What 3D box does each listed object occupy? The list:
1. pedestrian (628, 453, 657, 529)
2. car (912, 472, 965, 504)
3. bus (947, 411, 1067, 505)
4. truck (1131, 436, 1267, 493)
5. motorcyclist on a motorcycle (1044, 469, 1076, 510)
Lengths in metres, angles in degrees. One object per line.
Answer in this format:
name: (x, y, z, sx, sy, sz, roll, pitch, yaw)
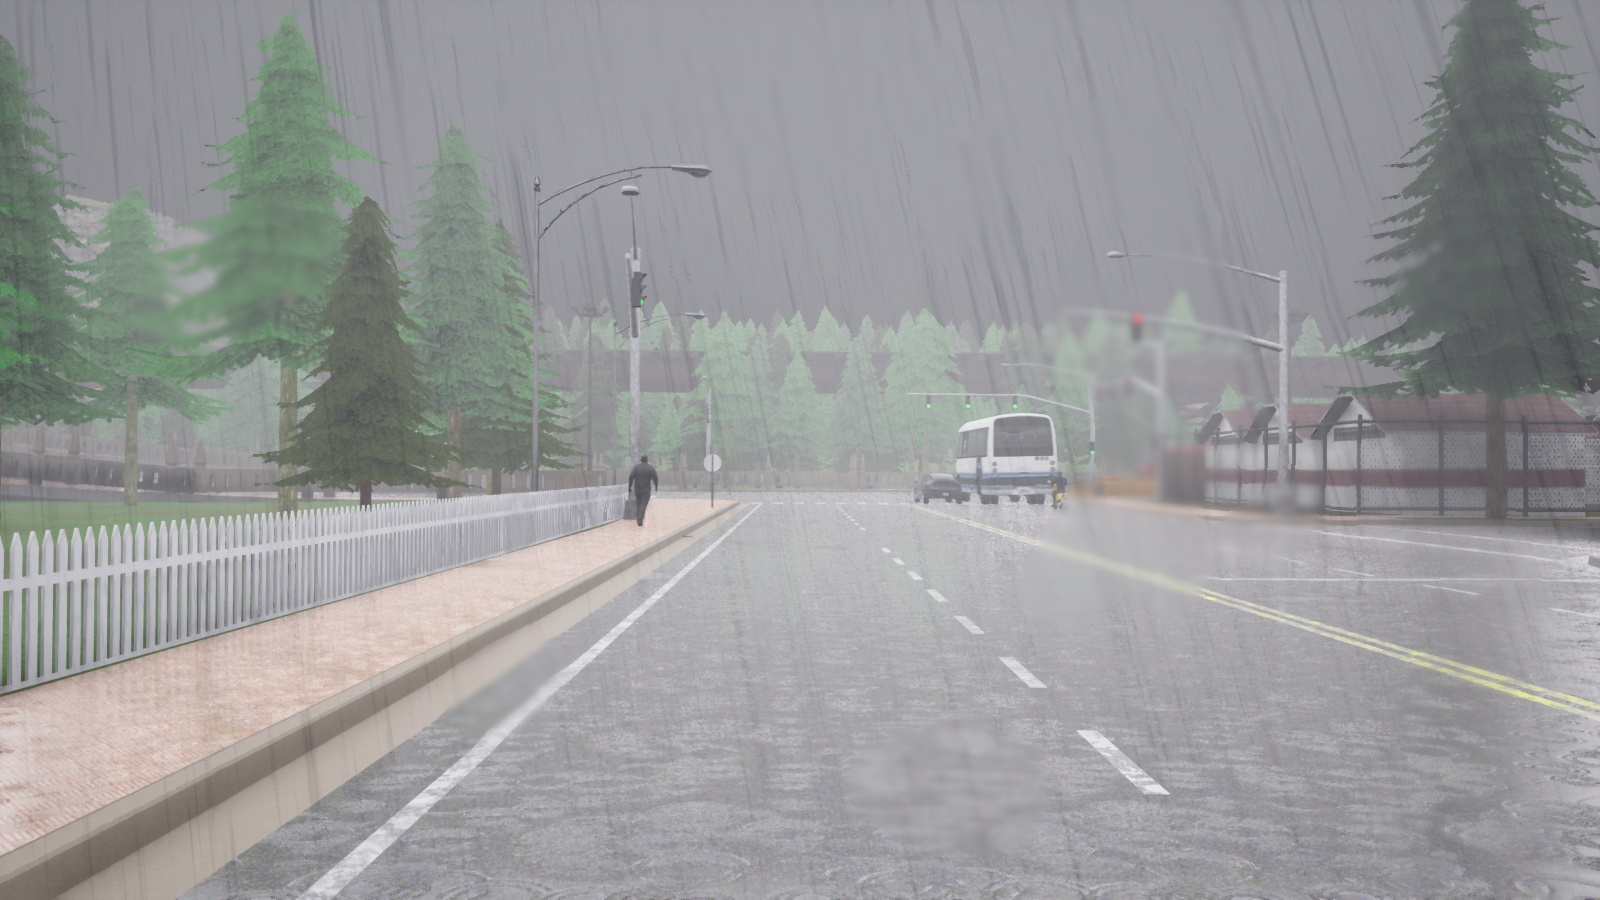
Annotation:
pedestrian: (-3.942, 1.015, 31.400, 0.563, 1.883, 0.849, 0, -1, 4)
car: (6.764, 1.830, 61.927, 1.837, 1.490, 4.892, 0, -1, -3)
bus: (10.124, 0.452, 62.979, 3.944, 4.253, 10.273, -2, -1, -2)
truck: (27.591, 0.997, 87.012, 8.468, 3.827, 2.891, 0, -1, -2)
motorcyclist on a motorcycle: (10.436, 1.572, 50.475, 0.866, 1.590, 1.817, 0, -1, 0)
